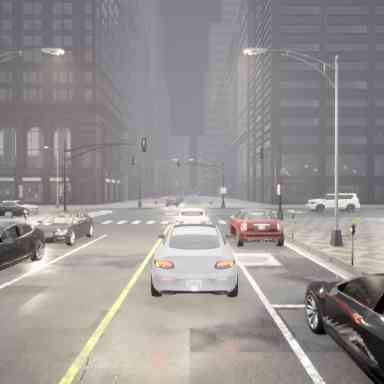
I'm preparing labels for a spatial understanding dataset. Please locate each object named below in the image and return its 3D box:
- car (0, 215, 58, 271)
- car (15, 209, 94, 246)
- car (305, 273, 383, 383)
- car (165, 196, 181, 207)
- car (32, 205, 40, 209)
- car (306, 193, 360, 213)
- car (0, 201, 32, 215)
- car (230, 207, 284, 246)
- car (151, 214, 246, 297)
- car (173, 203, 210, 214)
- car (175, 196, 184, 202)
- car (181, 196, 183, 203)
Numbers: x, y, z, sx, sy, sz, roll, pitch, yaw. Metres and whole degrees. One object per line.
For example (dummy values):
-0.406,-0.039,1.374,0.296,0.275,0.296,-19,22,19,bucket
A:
-5.759,1.566,9.477,1.947,1.339,4.313,0,0,0,car
-5.756,1.552,15.114,2.008,1.369,4.403,0,0,0,car
2.763,1.566,3.839,1.947,1.339,4.313,0,0,0,car
-3.015,1.547,51.402,1.812,1.442,4.674,0,0,0,car
-17.626,1.581,33.207,4.674,1.442,1.812,0,0,3,car
15.513,1.179,36.714,5.566,2.045,2.150,0,0,0,car
-17.619,1.548,29.953,5.008,1.535,1.882,0,0,-1,car
2.769,1.442,15.111,1.967,1.590,4.097,0,0,0,car
0.068,1.526,8.449,1.812,1.442,4.674,0,0,1,car
0.012,1.528,17.550,1.812,1.442,4.674,0,0,0,car
-3.036,1.612,80.317,1.994,1.385,4.181,0,0,0,car
-3.035,1.535,60.577,1.837,1.490,4.892,0,0,0,car
